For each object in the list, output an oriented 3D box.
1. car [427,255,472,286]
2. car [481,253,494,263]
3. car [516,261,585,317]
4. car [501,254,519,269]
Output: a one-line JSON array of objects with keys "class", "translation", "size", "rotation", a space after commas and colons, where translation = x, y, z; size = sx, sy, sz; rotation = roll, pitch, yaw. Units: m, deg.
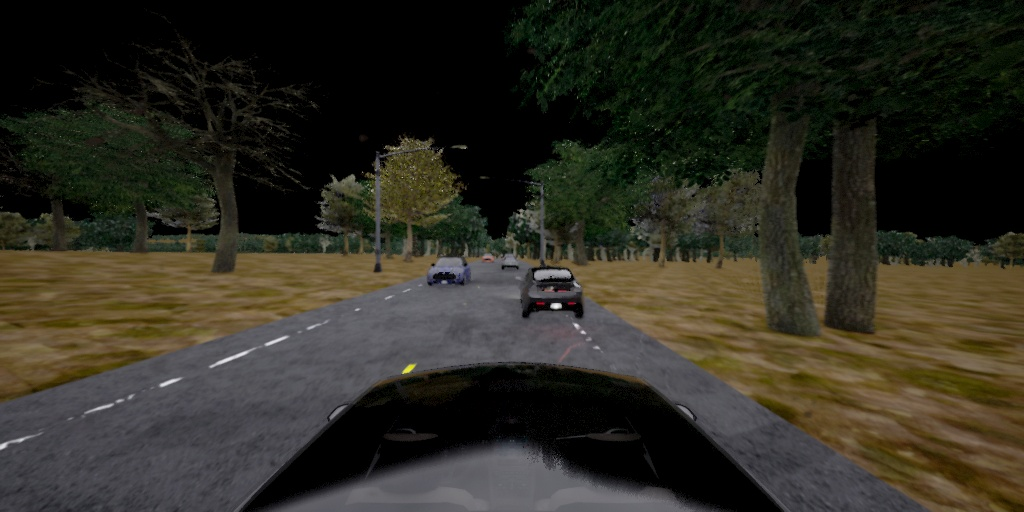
[{"class": "car", "translation": [-3.669, 0.791, 21.555], "size": [2.097, 1.767, 4.553], "rotation": [0, 1, 0]}, {"class": "car", "translation": [-4.179, 0.294, 62.769], "size": [2.097, 1.767, 4.553], "rotation": [0, 1, -1]}, {"class": "car", "translation": [1.204, 1.087, 12.226], "size": [1.837, 1.490, 4.892], "rotation": [0, 1, 0]}, {"class": "car", "translation": [-0.199, 0.742, 40.594], "size": [1.994, 1.385, 4.181], "rotation": [0, 1, 0]}]
